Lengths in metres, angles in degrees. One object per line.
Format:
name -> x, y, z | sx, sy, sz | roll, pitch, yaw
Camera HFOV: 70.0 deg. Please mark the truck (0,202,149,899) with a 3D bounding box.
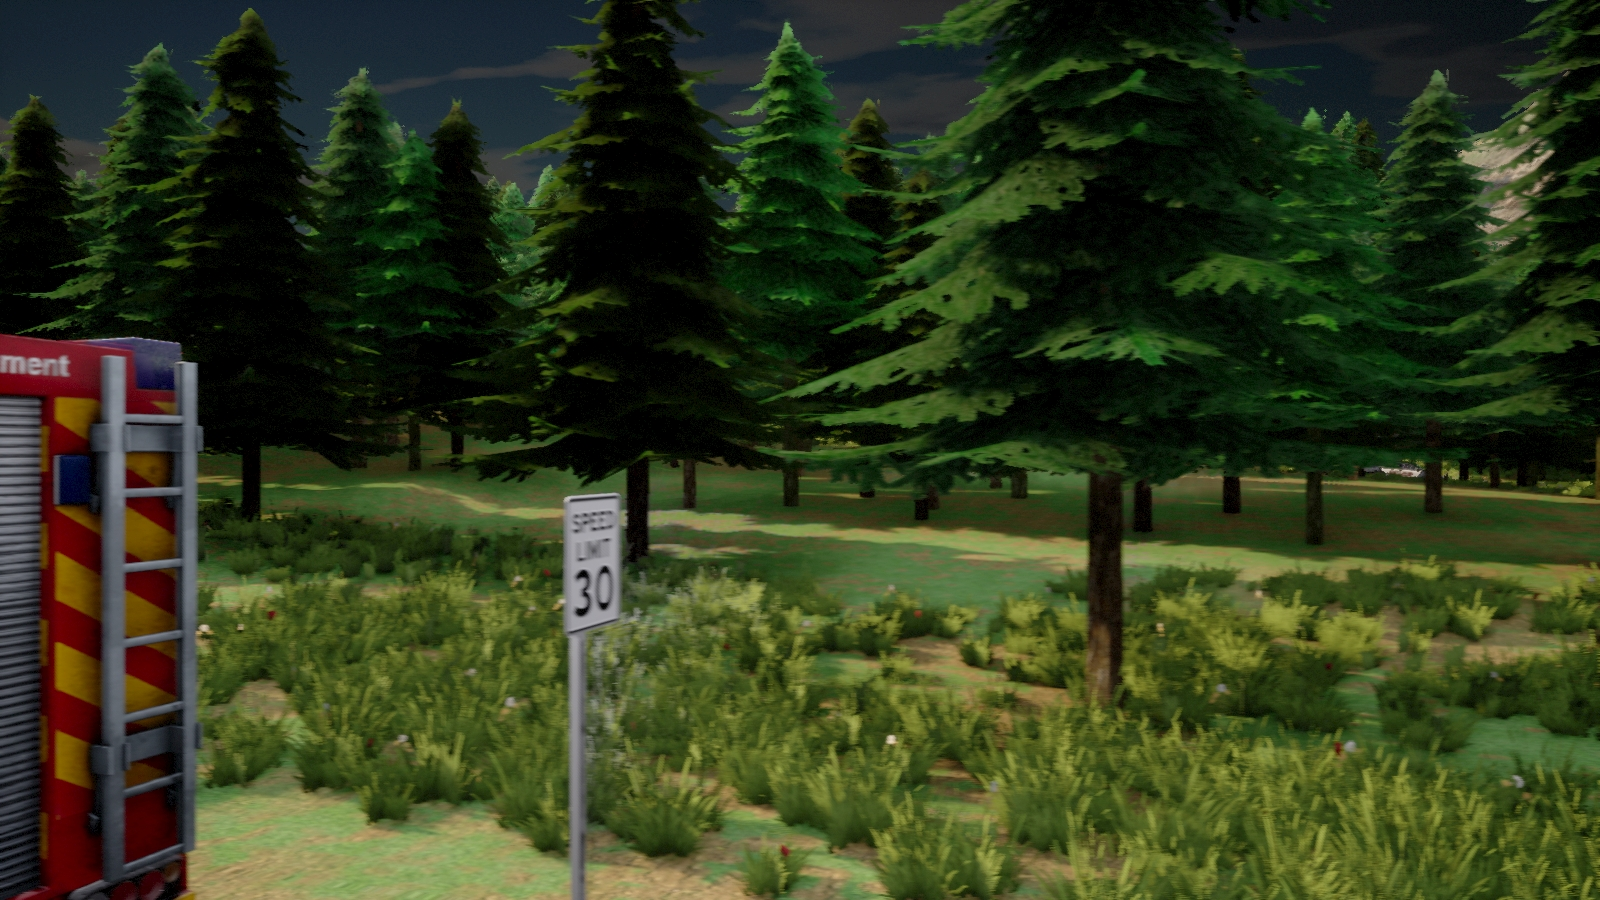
truck -> -7.952, 0.750, 6.191 | 8.468, 3.827, 2.891 | 0, 0, 20
